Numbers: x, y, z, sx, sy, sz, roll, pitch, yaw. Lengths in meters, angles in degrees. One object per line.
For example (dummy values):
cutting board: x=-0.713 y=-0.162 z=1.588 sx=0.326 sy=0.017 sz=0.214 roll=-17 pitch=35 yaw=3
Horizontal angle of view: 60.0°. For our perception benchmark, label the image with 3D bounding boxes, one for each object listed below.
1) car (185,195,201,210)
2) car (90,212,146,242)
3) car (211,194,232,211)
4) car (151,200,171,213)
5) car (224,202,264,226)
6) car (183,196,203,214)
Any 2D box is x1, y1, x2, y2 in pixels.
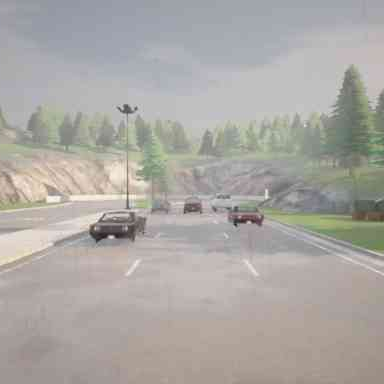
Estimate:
car: x=0.197 y=1.352 z=44.537 sx=2.097 sy=1.767 sz=4.553 roll=0 pitch=0 yaw=1
car: x=-3.397 y=1.601 z=16.259 sx=1.895 sy=1.301 sz=4.718 roll=0 pitch=0 yaw=0
car: x=3.630 y=1.222 z=40.553 sx=2.150 sy=2.045 sz=5.566 roll=0 pitch=0 yaw=0
car: x=-3.394 y=1.548 z=37.014 sx=2.033 sy=1.411 sz=5.357 roll=0 pitch=0 yaw=0
car: x=3.602 y=1.601 z=23.119 sx=1.895 sy=1.301 sz=4.718 roll=0 pitch=0 yaw=0
car: x=0.097 y=1.478 z=35.309 sx=1.882 sy=1.535 sz=5.008 roll=0 pitch=0 yaw=0
